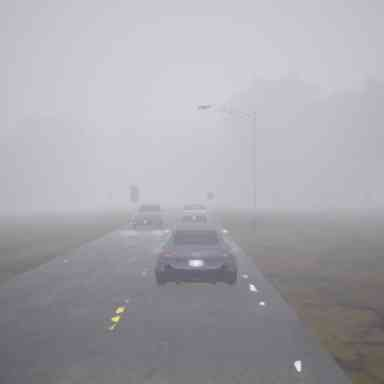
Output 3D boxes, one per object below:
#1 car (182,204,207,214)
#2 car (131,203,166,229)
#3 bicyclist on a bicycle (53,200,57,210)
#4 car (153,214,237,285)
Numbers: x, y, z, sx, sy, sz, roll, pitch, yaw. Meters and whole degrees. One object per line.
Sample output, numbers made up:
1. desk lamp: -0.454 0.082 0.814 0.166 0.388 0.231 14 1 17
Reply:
1. car: 0.190 1.659 27.071 1.895 1.301 4.718 0 0 0
2. car: -2.761 1.534 22.081 1.837 1.490 4.892 0 0 0
3. bicyclist on a bicycle: -22.409 2.091 54.499 0.582 1.620 1.656 -1 0 0
4. car: 0.112 1.557 9.437 1.994 1.385 4.181 0 0 1
